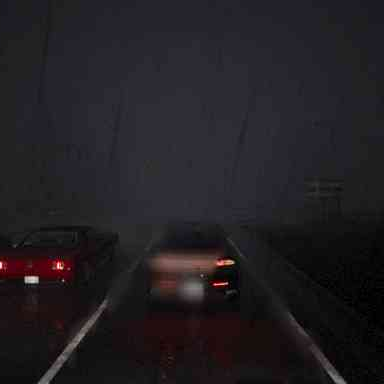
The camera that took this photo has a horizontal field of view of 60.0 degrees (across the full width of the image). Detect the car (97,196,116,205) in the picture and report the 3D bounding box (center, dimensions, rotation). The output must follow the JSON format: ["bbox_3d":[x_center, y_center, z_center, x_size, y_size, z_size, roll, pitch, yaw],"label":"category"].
[{"bbox_3d":[-15.020,1.500,59.959,1.837,1.490,4.892,0,1,0],"label":"car"}]

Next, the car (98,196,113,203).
[{"bbox_3d":[-18.442,1.595,70.854,1.895,1.301,4.718,0,0,0],"label":"car"}]

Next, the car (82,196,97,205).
[{"bbox_3d":[-18.505,1.526,60.559,1.812,1.442,4.674,0,0,1],"label":"car"}]

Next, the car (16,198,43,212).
[{"bbox_3d":[-18.568,1.506,38.775,1.837,1.490,4.892,0,0,0],"label":"car"}]

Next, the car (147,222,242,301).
[{"bbox_3d":[0.064,1.492,8.291,2.128,1.511,4.902,0,0,1],"label":"car"}]

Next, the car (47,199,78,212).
[{"bbox_3d":[-15.068,1.564,39.310,1.994,1.385,4.181,0,0,0],"label":"car"}]

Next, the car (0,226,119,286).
[{"bbox_3d":[-3.427,1.601,9.379,1.895,1.301,4.718,0,0,0],"label":"car"}]

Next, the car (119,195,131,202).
[{"bbox_3d":[-14.939,1.521,74.229,2.128,1.511,4.902,0,0,0],"label":"car"}]
